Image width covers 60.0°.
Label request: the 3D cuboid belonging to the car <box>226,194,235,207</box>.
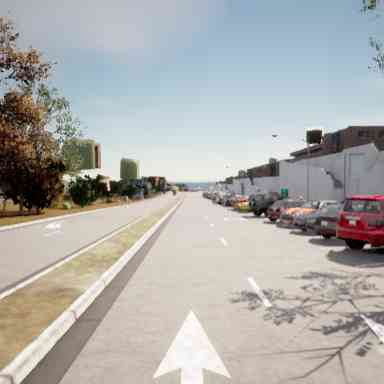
[{"bbox_3d":[7.683,1.303,42.353,5.566,2.045,2.435,1,0,-21],"label":"car"}]

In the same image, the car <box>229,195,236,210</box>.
[{"bbox_3d":[7.559,1.525,39.298,5.366,1.575,1.946,1,0,-21],"label":"car"}]

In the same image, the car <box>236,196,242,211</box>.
[{"bbox_3d":[7.934,1.512,36.435,5.366,1.575,1.946,1,-1,-21],"label":"car"}]

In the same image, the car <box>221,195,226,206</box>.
[{"bbox_3d":[7.608,1.628,51.371,5.008,1.535,2.097,1,-1,-21],"label":"car"}]

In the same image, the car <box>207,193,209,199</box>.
[{"bbox_3d":[7.237,1.655,87.391,4.792,1.488,2.163,1,1,-21],"label":"car"}]

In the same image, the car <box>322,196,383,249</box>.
[{"bbox_3d":[8.024,1.189,12.374,5.566,2.045,2.435,1,0,-21],"label":"car"}]

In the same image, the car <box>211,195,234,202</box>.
[{"bbox_3d":[7.493,1.667,81.470,5.366,1.575,1.946,1,0,-21],"label":"car"}]

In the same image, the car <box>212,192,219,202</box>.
[{"bbox_3d":[7.497,1.457,66.395,5.566,2.045,2.435,1,0,-21],"label":"car"}]

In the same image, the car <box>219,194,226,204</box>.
[{"bbox_3d":[7.589,1.547,57.383,4.553,1.767,2.185,1,0,-21],"label":"car"}]

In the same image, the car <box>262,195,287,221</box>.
[{"bbox_3d":[7.850,1.332,24.357,4.553,1.767,2.185,1,-1,-21],"label":"car"}]

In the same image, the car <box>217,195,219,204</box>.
[{"bbox_3d":[7.530,1.732,60.370,4.674,1.452,2.002,1,0,-21],"label":"car"}]

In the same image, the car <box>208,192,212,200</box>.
[{"bbox_3d":[7.358,1.449,75.374,5.566,2.045,2.435,1,1,-21],"label":"car"}]

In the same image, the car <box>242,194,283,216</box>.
[{"bbox_3d":[7.848,1.229,30.384,5.566,2.045,2.435,1,-1,-21],"label":"car"}]

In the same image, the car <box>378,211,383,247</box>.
[{"bbox_3d":[8.195,1.438,9.426,5.366,1.575,1.946,1,0,-21],"label":"car"}]

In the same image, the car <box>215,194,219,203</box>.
[{"bbox_3d":[7.523,1.730,63.395,4.792,1.488,2.163,1,0,-21],"label":"car"}]

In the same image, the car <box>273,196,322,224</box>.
[{"bbox_3d":[7.942,1.326,21.372,4.553,1.767,2.185,1,0,-21],"label":"car"}]

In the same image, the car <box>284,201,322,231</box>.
[{"bbox_3d":[7.945,1.448,18.361,4.892,1.521,2.231,1,0,-21],"label":"car"}]

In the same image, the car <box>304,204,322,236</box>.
[{"bbox_3d":[7.992,1.472,15.377,4.792,1.488,2.163,1,0,-21],"label":"car"}]
